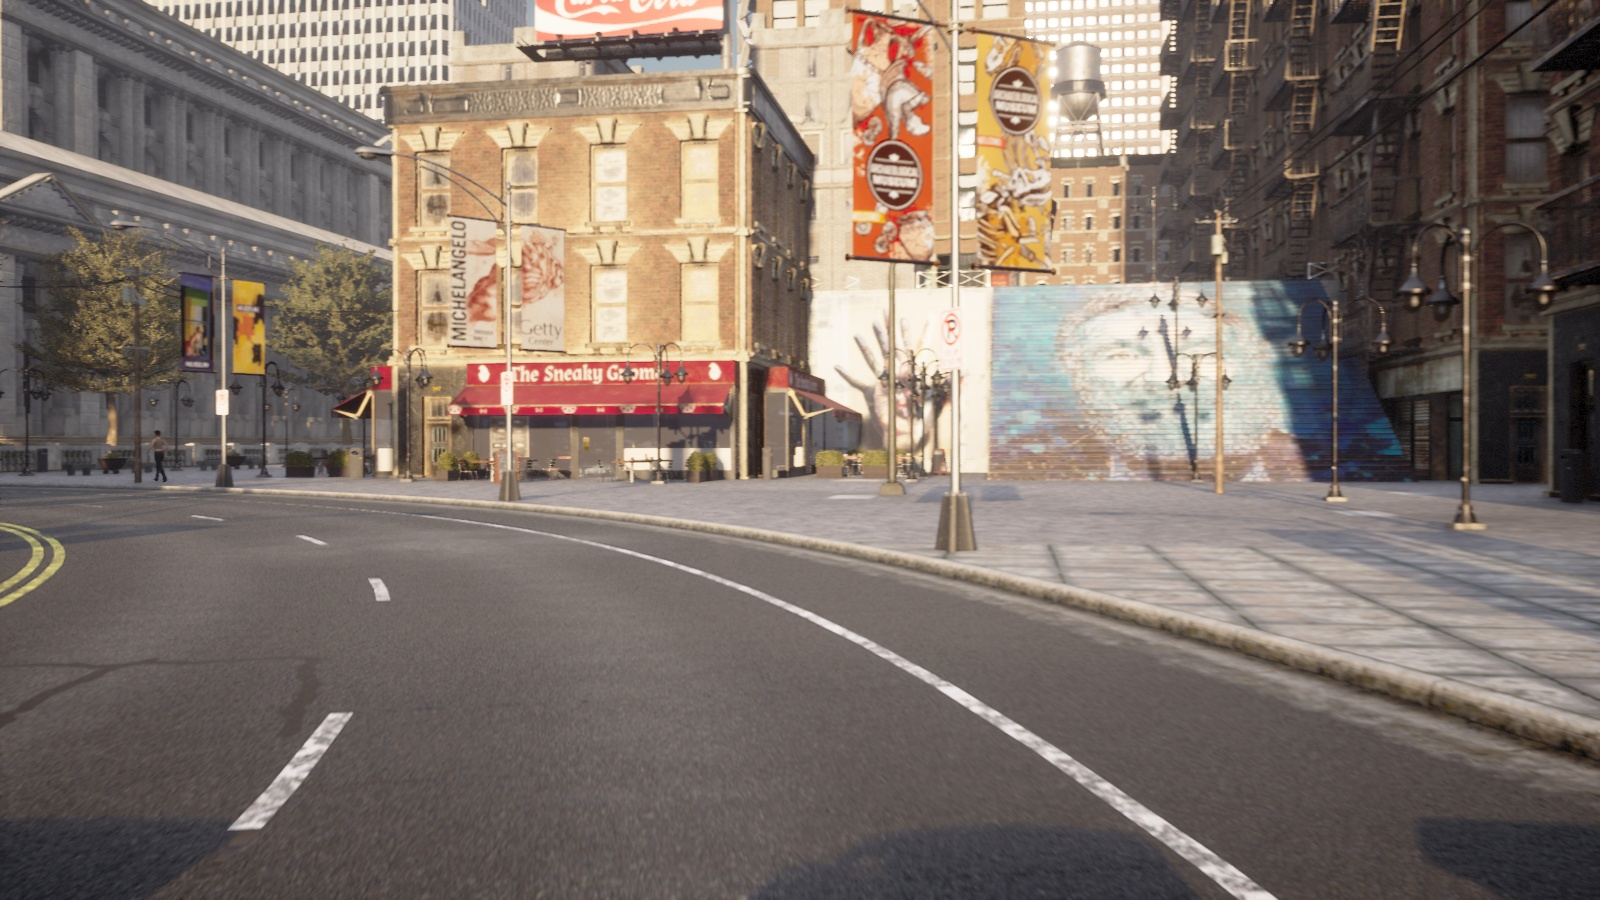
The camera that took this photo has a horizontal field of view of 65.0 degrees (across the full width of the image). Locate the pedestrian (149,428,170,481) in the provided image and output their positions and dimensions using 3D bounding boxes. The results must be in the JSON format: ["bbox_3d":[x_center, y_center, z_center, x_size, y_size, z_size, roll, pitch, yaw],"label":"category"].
[{"bbox_3d":[-22.519,0.156,44.161,0.594,1.836,0.345,0,0,23],"label":"pedestrian"}]
